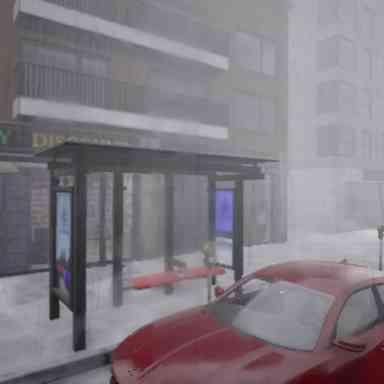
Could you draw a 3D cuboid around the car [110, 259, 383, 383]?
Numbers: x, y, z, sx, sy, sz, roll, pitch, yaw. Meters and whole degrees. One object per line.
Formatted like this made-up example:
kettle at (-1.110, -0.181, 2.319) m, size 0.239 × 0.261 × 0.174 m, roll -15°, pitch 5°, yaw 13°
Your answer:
car at (1.316, 1.538, 3.780) m, size 4.507 × 1.381 × 1.887 m, roll 0°, pitch 0°, yaw -35°
